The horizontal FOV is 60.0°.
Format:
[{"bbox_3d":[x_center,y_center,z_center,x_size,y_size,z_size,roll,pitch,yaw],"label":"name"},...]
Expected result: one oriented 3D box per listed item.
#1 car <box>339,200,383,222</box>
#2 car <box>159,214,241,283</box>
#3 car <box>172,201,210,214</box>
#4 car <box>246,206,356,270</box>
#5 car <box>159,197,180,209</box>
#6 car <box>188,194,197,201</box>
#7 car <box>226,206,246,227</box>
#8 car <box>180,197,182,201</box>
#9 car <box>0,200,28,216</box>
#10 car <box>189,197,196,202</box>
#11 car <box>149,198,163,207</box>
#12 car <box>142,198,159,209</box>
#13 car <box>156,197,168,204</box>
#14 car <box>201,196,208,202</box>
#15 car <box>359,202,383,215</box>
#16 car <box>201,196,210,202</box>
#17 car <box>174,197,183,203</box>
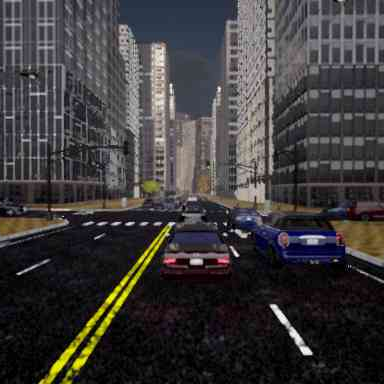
[{"bbox_3d":[16.241,1.690,29.439,5.009,1.841,2.192,1,0,1],"label":"car"},{"bbox_3d":[0.117,1.600,9.850,2.033,1.411,5.357,0,0,0],"label":"car"},{"bbox_3d":[-0.076,1.617,22.789,2.128,1.511,4.902,0,0,-4],"label":"car"},{"bbox_3d":[3.365,1.413,11.390,2.097,1.767,4.553,0,0,0],"label":"car"},{"bbox_3d":[-3.255,1.600,49.081,2.097,1.767,4.553,0,0,-1],"label":"car"},{"bbox_3d":[0.111,1.618,81.239,2.150,2.045,5.566,0,0,0],"label":"car"},{"bbox_3d":[3.380,1.664,22.189,2.033,1.411,5.357,0,0,0],"label":"car"},{"bbox_3d":[-3.246,1.815,58.000,1.812,1.442,4.674,0,0,1],"label":"car"},{"bbox_3d":[-18.784,1.528,32.651,4.902,1.511,2.128,1,1,1],"label":"car"},{"bbox_3d":[0.124,2.030,91.573,1.895,1.301,4.718,0,0,0],"label":"car"},{"bbox_3d":[-6.477,1.850,60.798,2.033,1.411,5.357,0,0,0],"label":"car"},{"bbox_3d":[-6.525,1.762,50.919,1.837,1.490,4.892,0,0,0],"label":"car"},{"bbox_3d":[-6.404,1.890,71.468,2.033,1.411,5.357,0,0,0],"label":"car"},{"bbox_3d":[3.375,1.937,91.893,1.837,1.490,4.892,0,0,0],"label":"car"},{"bbox_3d":[21.861,1.861,37.717,4.829,1.417,1.752,1,0,1],"label":"car"},{"bbox_3d":[3.362,1.991,82.074,1.895,1.301,4.718,0,0,0],"label":"car"},{"bbox_3d":[-3.144,1.879,78.055,1.837,1.490,4.892,0,0,0],"label":"car"}]
